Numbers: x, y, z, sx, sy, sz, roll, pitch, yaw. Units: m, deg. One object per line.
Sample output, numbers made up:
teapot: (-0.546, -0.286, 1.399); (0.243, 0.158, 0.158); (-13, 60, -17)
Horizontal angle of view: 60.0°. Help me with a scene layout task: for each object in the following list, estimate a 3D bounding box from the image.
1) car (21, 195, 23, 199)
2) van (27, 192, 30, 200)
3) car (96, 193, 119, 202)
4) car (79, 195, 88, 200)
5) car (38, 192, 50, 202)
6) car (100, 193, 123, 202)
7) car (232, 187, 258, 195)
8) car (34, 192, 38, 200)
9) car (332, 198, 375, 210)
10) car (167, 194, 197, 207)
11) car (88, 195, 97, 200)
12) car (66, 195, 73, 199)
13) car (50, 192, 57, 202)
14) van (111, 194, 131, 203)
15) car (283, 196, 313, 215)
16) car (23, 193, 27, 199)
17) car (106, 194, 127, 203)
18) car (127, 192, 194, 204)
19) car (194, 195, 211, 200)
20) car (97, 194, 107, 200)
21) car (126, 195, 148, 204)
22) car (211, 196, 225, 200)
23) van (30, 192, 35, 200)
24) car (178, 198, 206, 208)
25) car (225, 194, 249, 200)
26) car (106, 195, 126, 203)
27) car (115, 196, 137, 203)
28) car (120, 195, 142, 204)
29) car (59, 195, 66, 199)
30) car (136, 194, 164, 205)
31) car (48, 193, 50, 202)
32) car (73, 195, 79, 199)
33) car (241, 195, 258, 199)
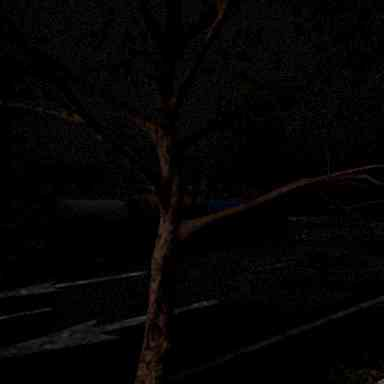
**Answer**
car: (-36.352, 0.977, 78.307); (2.435, 2.045, 5.566); (0, -1, 35)
van: (-33.053, 0.998, 73.321); (1.878, 1.987, 4.442); (1, -1, 35)
car: (-22.339, 1.536, 87.826); (2.435, 2.045, 5.566); (1, -2, 35)
car: (-11.055, 1.206, 41.813); (2.231, 1.521, 4.892); (0, -1, 35)
car: (-26.260, 1.095, 63.671); (2.185, 1.767, 4.553); (0, -1, 35)
car: (-20.628, 1.533, 85.289); (2.435, 2.045, 5.566); (1, -2, 35)
car: (8.728, -0.025, 55.239); (1.882, 1.535, 5.008); (2, 3, -34)
car: (-27.934, 1.224, 66.130); (2.231, 1.521, 4.892); (1, -1, 35)
car: (19.317, 1.391, 39.804); (1.895, 1.301, 4.718); (2, 2, -35)
car: (-1.645, 1.518, 58.033); (2.435, 2.045, 5.566); (1, -2, 35)
car: (-9.270, 1.203, 39.543); (1.946, 1.575, 5.366); (0, -1, 35)
car: (-14.424, 1.208, 46.675); (2.097, 1.535, 5.008); (0, -1, 35)
car: (-19.592, 1.208, 53.817); (1.946, 1.575, 5.366); (1, -1, 35)
van: (-17.112, 1.563, 80.448); (1.878, 1.987, 4.442); (1, -2, 35)
car: (12.133, 1.503, 38.175); (2.435, 2.045, 5.566); (1, -2, 35)
car: (-34.666, 0.976, 75.875); (2.435, 2.045, 5.566); (0, -1, 35)
car: (-5.999, 1.200, 34.523); (2.231, 1.521, 4.892); (0, -1, 35)
car: (-2.626, 0.944, 29.642); (2.435, 2.045, 5.566); (1, -1, 35)
car: (1.770, 1.512, 53.018); (2.435, 2.045, 5.566); (1, -2, 35)
car: (-7.701, 1.075, 36.934); (2.185, 1.767, 4.553); (0, -1, 35)
car: (-12.030, 1.652, 72.878); (2.185, 1.767, 4.553); (1, -2, 35)
car: (5.239, 1.636, 48.099); (2.185, 1.767, 4.553); (1, -2, 35)
van: (-31.367, 0.997, 70.890); (1.878, 1.987, 4.442); (1, -1, 35)
car: (0.033, 1.794, 55.492); (2.163, 1.488, 4.792); (1, -2, 35)
car: (6.971, 1.634, 45.616); (2.185, 1.767, 4.553); (1, -2, 35)
car: (-18.878, 1.661, 82.853); (2.185, 1.767, 4.553); (1, -2, 35)
car: (-15.454, 1.784, 77.865); (2.231, 1.521, 4.892); (1, -2, 35)
car: (-13.764, 1.654, 75.361); (2.185, 1.767, 4.553); (1, -2, 35)
car: (-16.218, 1.204, 48.955); (1.946, 1.575, 5.366); (1, -1, 35)
car: (-8.542, 1.526, 67.963); (2.435, 2.045, 5.566); (1, -2, 35)
car: (-21.171, 1.246, 56.429); (2.163, 1.488, 4.792); (0, -1, 35)
car: (-12.756, 1.236, 44.222); (2.163, 1.488, 4.792); (1, -1, 35)
car: (8.654, 1.630, 43.086); (2.185, 1.767, 4.553); (1, -2, 35)
